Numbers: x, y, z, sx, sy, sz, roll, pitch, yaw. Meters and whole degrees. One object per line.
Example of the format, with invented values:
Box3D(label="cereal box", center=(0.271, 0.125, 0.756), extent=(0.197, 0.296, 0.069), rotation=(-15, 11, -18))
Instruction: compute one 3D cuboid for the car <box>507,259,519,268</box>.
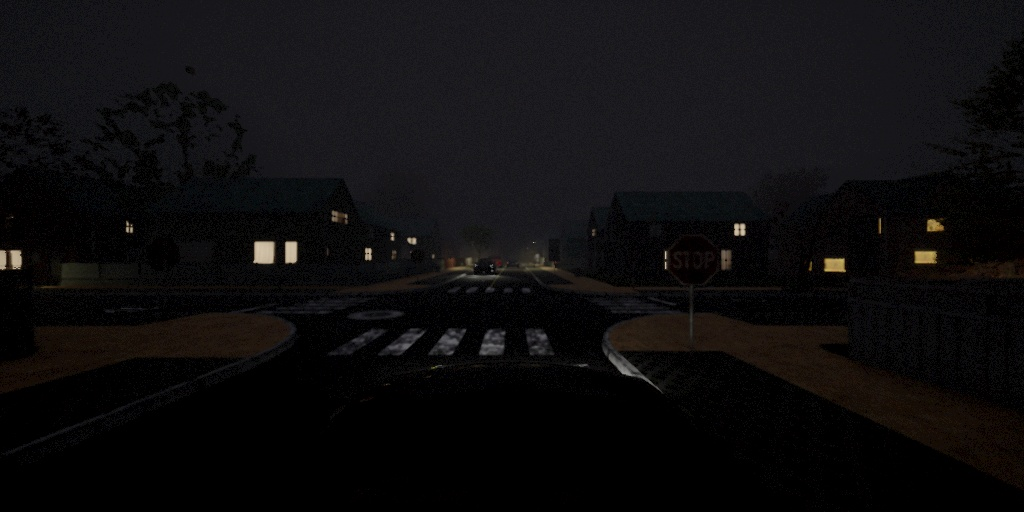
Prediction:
Box3D(label="car", center=(0.142, 1.212, 58.021), extent=(1.994, 1.385, 4.181), rotation=(0, 0, 0))

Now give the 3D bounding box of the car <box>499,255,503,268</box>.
Box3D(label="car", center=(-2.643, 0.870, 56.974), extent=(2.150, 2.045, 5.566), rotation=(0, -1, 1))

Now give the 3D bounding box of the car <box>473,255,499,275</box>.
Box3D(label="car", center=(-2.748, 0.997, 37.149), extent=(2.097, 1.767, 4.553), rotation=(0, 0, 0))
